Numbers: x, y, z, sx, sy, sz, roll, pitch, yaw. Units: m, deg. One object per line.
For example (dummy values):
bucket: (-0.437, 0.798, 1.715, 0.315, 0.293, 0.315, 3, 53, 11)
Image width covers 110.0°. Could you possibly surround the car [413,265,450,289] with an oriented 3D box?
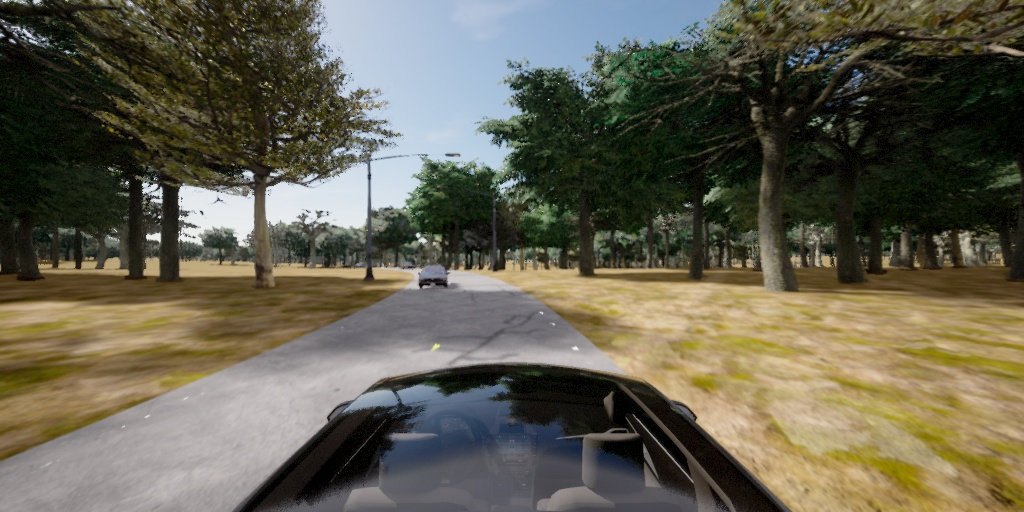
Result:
car: (-5.157, 1.314, 23.967, 2.033, 1.411, 5.357, 0, 0, -10)
